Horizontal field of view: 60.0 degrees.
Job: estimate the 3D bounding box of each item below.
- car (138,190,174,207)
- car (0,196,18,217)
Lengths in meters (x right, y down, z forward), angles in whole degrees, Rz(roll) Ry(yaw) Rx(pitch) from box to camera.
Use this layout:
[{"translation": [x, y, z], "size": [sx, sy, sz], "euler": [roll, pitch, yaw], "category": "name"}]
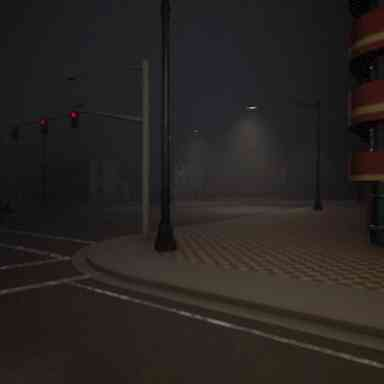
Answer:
[{"translation": [-4.735, 0.812, 44.644], "size": [2.150, 2.045, 5.566], "euler": [0, 1, 37], "category": "car"}, {"translation": [-17.573, 1.385, 27.412], "size": [1.882, 1.535, 5.008], "euler": [0, 1, 37], "category": "car"}]
